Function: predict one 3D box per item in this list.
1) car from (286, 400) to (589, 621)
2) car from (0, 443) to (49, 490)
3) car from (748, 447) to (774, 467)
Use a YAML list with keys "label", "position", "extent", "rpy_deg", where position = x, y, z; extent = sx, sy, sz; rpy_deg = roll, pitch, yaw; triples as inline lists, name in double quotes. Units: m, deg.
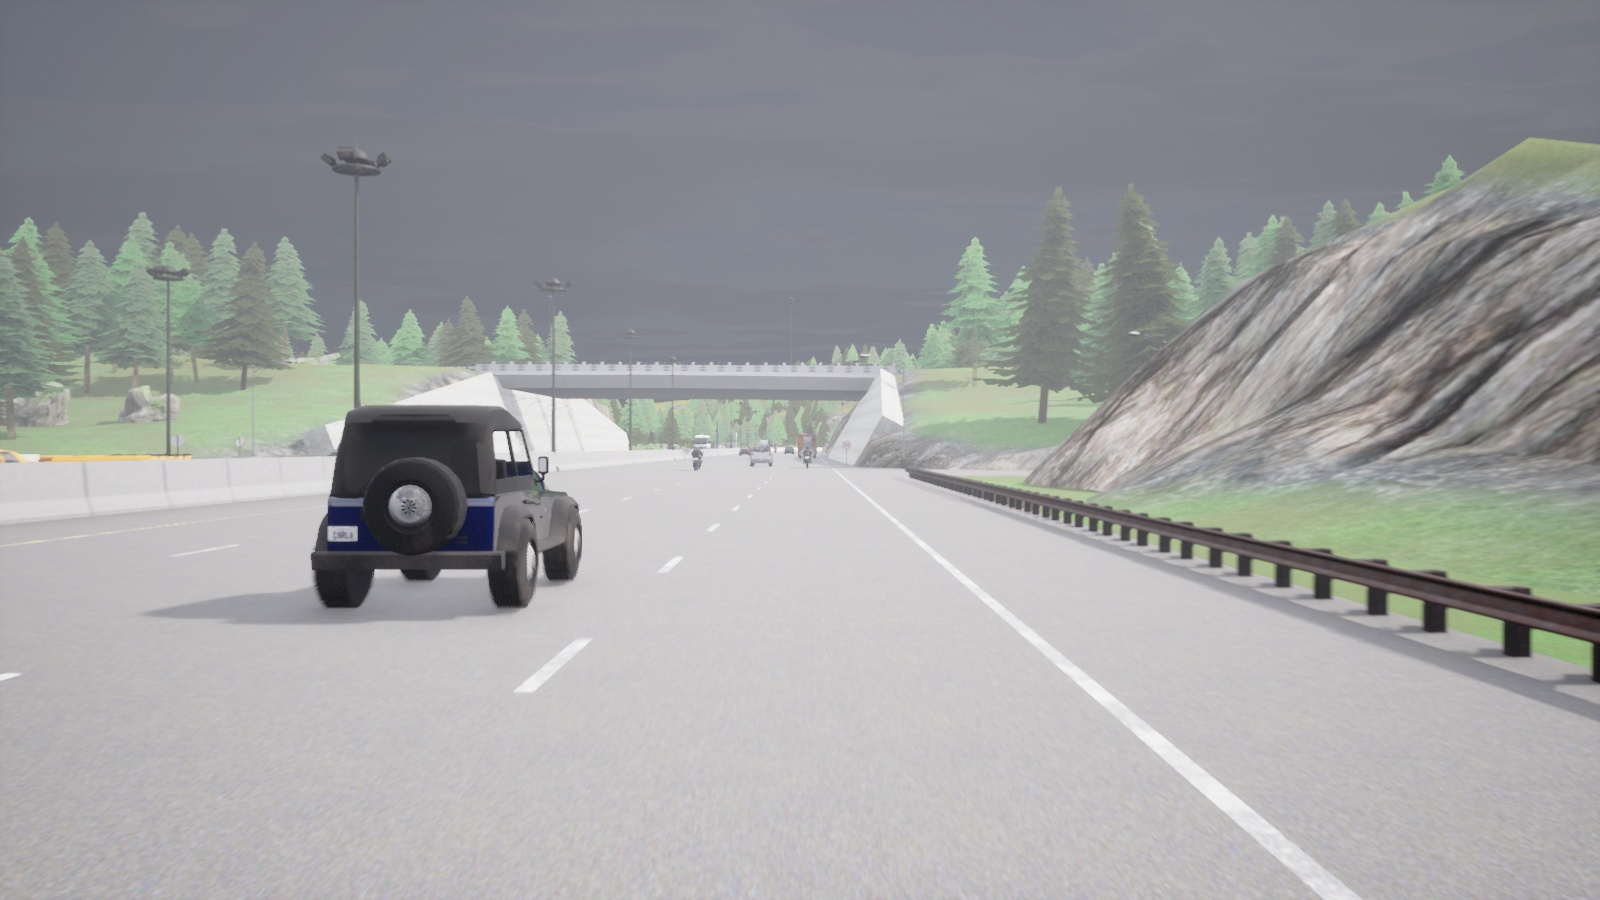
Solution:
- label: "car"
  position: [-3.412, 0.510, 12.619]
  extent: [1.905, 1.878, 3.866]
  rpy_deg: [0, 0, 0]
- label: "car"
  position: [-27.743, 0.564, 42.163]
  extent: [1.801, 1.575, 5.366]
  rpy_deg: [0, 0, 0]
- label: "car"
  position: [-2.933, 0.530, 95.989]
  extent: [1.845, 1.501, 3.633]
  rpy_deg: [0, 0, 0]
